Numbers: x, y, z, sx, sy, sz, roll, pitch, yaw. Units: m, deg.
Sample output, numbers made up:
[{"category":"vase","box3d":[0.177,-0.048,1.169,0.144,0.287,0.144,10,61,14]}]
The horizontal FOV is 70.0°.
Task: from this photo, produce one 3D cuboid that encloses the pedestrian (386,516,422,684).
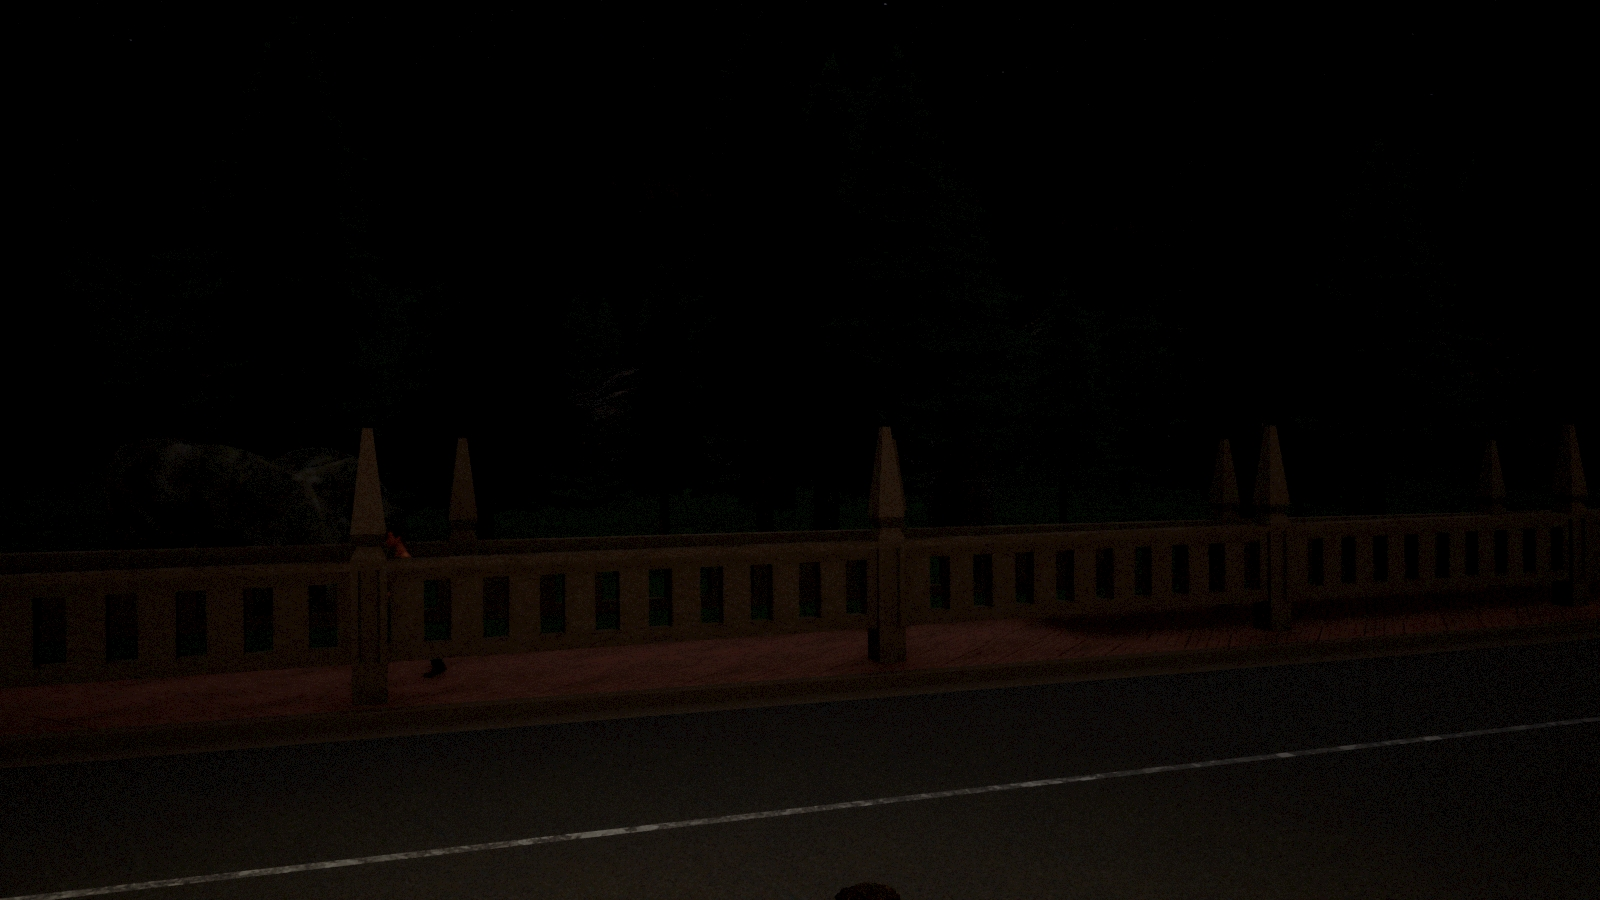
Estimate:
[{"category":"pedestrian","box3d":[-4.524,1.694,13.042,0.375,1.860,0.375,0,0,-20]}]
